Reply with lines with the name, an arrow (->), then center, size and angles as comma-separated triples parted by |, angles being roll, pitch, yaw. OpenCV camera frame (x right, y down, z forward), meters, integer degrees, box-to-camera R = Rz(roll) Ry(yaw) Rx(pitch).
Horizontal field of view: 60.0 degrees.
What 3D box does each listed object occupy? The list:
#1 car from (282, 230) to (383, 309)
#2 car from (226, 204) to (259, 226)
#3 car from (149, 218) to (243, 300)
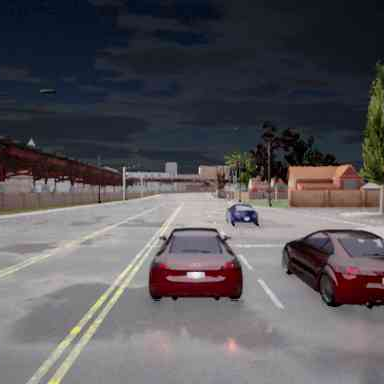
car -> 3.590, 1.584, 7.985 | 1.994, 1.385, 4.181 | 0, 0, 0
car -> 3.556, 1.589, 23.924 | 1.812, 1.442, 4.674 | 0, 0, 0
car -> 0.084, 1.587, 8.472 | 1.994, 1.385, 4.181 | 0, 0, 0
